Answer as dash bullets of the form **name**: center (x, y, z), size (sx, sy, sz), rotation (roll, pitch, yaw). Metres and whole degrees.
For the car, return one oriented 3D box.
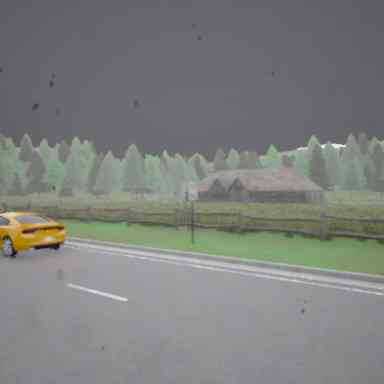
- **car**: center (-7.165, 1.553, 13.400), size (5.008, 1.535, 1.882), rotation (0, 0, 36)
